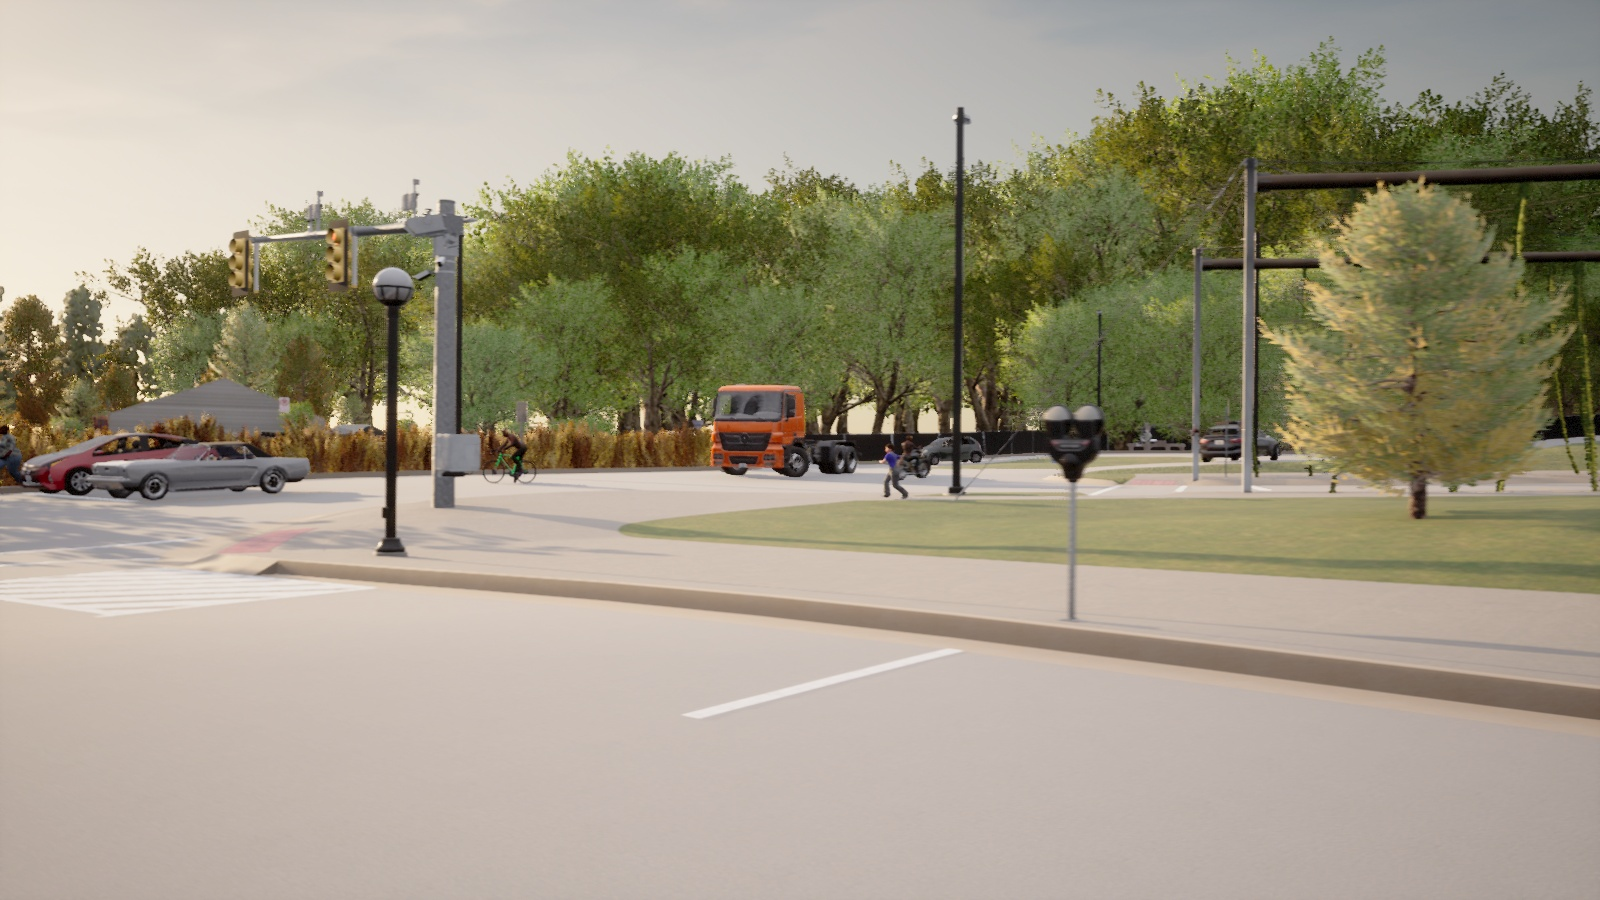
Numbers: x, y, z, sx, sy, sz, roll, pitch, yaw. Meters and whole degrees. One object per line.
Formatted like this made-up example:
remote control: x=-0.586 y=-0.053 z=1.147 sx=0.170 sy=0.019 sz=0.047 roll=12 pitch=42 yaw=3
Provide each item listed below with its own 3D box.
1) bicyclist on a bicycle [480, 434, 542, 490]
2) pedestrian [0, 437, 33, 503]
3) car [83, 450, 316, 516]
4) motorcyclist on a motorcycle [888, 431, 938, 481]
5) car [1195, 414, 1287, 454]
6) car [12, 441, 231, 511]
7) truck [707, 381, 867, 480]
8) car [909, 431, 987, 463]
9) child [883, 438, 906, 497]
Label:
bicyclist on a bicycle: x=-8.466 y=0.344 z=36.800 sx=1.656 sy=1.620 sz=0.582 roll=0 pitch=0 yaw=-33
pedestrian: x=-22.593 y=0.570 z=35.809 sx=0.874 sy=1.855 sz=0.900 roll=0 pitch=0 yaw=24
car: x=-14.454 y=0.738 z=30.489 sx=1.895 sy=1.301 sz=4.718 roll=0 pitch=2 yaw=37
motorcyclist on a motorcycle: x=4.046 y=0.190 z=44.885 sx=0.766 sy=1.649 sz=2.350 roll=1 pitch=3 yaw=33
car: x=19.993 y=-0.738 z=56.782 sx=2.242 sy=1.667 sz=4.611 roll=-2 pitch=0 yaw=42
car: x=-17.494 y=0.612 z=32.554 sx=2.007 sy=1.525 sz=4.514 roll=0 pitch=2 yaw=38
truck: x=-0.300 y=-0.756 z=48.277 sx=2.891 sy=3.462 sz=7.936 roll=0 pitch=1 yaw=26
car: x=8.536 y=-0.161 z=72.499 sx=3.988 sy=1.617 sz=1.851 roll=-4 pitch=1 yaw=-21
child: x=2.039 y=0.379 z=27.094 sx=0.437 sy=1.263 sz=0.270 roll=0 pitch=0 yaw=12
